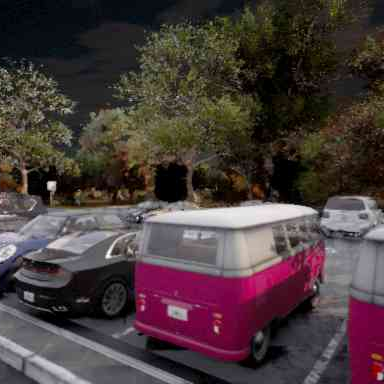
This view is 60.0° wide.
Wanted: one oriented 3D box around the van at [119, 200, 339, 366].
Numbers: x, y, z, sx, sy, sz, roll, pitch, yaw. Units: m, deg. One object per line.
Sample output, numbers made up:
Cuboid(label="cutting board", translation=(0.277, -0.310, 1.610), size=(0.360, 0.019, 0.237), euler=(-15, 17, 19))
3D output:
Cuboid(label="van", translation=(1.075, 1.250, 5.933), size=(1.878, 1.987, 4.442), euler=(1, 0, 35))

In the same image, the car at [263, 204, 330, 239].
Cuboid(label="car", translation=(5.906, 1.480, 18.373), size=(2.163, 1.488, 4.792), euler=(1, 0, 35))

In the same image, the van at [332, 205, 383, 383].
Cuboid(label="van", translation=(3.358, 1.270, 4.306), size=(1.878, 1.987, 4.442), euler=(1, 0, 35))

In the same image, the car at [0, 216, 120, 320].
Cuboid(label="car", translation=(-1.281, 1.456, 7.461), size=(2.231, 1.521, 4.892), euler=(1, 0, 35))

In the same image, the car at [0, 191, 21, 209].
Cuboid(label="car", translation=(-23.676, 0.937, 39.454), size=(2.435, 2.045, 5.566), euler=(1, 0, 35))

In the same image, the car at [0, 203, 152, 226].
Cuboid(label="car", translation=(-3.541, 1.310, 9.117), size=(2.185, 1.767, 4.553), euler=(1, 0, 35))

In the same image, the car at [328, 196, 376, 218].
Cuboid(label="car", translation=(8.201, 1.220, 16.808), size=(2.435, 2.045, 5.566), euler=(1, 0, 35))

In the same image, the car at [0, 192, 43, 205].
Cuboid(label="car", translation=(-8.141, 1.143, 12.322), size=(2.435, 2.045, 5.566), euler=(1, 0, 35))

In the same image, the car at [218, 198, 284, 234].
Cuboid(label="car", translation=(3.679, 1.305, 20.033), size=(2.185, 1.767, 4.553), euler=(1, 0, 35))

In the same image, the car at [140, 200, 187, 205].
Cuboid(label="car", translation=(-0.967, 1.388, 23.078), size=(1.946, 1.575, 5.366), euler=(0, 0, 35))

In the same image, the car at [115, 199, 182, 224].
Cuboid(label="car", translation=(-3.117, 1.372, 24.845), size=(2.231, 1.521, 4.892), euler=(1, 0, 35))

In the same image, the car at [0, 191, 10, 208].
Cuboid(label="car", translation=(-25.844, 0.918, 40.998), size=(2.435, 2.045, 5.566), euler=(1, 0, 36))
